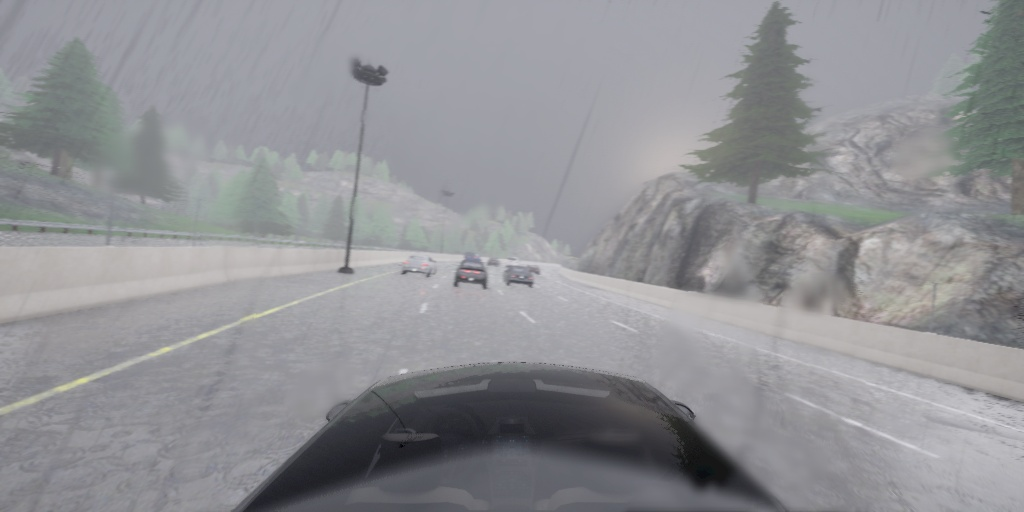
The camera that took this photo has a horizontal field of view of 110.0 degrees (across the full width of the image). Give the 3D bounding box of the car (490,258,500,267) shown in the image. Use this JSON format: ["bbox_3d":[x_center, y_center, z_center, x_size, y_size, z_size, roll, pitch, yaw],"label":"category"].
[{"bbox_3d":[-3.186,1.124,64.264,1.837,1.490,4.892,6,-1,6],"label":"car"}]

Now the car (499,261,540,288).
[{"bbox_3d":[0.392,1.433,26.131,2.033,1.411,5.357,7,0,-6],"label":"car"}]

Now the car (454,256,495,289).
[{"bbox_3d":[-2.477,1.028,21.682,2.128,1.511,4.902,6,0,-7],"label":"car"}]

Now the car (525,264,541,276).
[{"bbox_3d":[2.776,1.852,49.248,1.895,1.301,4.718,7,0,1],"label":"car"}]

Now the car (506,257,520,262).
[{"bbox_3d":[0.228,1.234,64.713,2.150,2.045,5.566,6,-1,7],"label":"car"}]

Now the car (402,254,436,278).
[{"bbox_3d":[-6.395,0.625,25.030,1.812,1.442,4.674,6,0,-6],"label":"car"}]

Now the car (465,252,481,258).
[{"bbox_3d":[-6.915,0.404,63.034,2.150,2.045,5.566,6,-1,6],"label":"car"}]
